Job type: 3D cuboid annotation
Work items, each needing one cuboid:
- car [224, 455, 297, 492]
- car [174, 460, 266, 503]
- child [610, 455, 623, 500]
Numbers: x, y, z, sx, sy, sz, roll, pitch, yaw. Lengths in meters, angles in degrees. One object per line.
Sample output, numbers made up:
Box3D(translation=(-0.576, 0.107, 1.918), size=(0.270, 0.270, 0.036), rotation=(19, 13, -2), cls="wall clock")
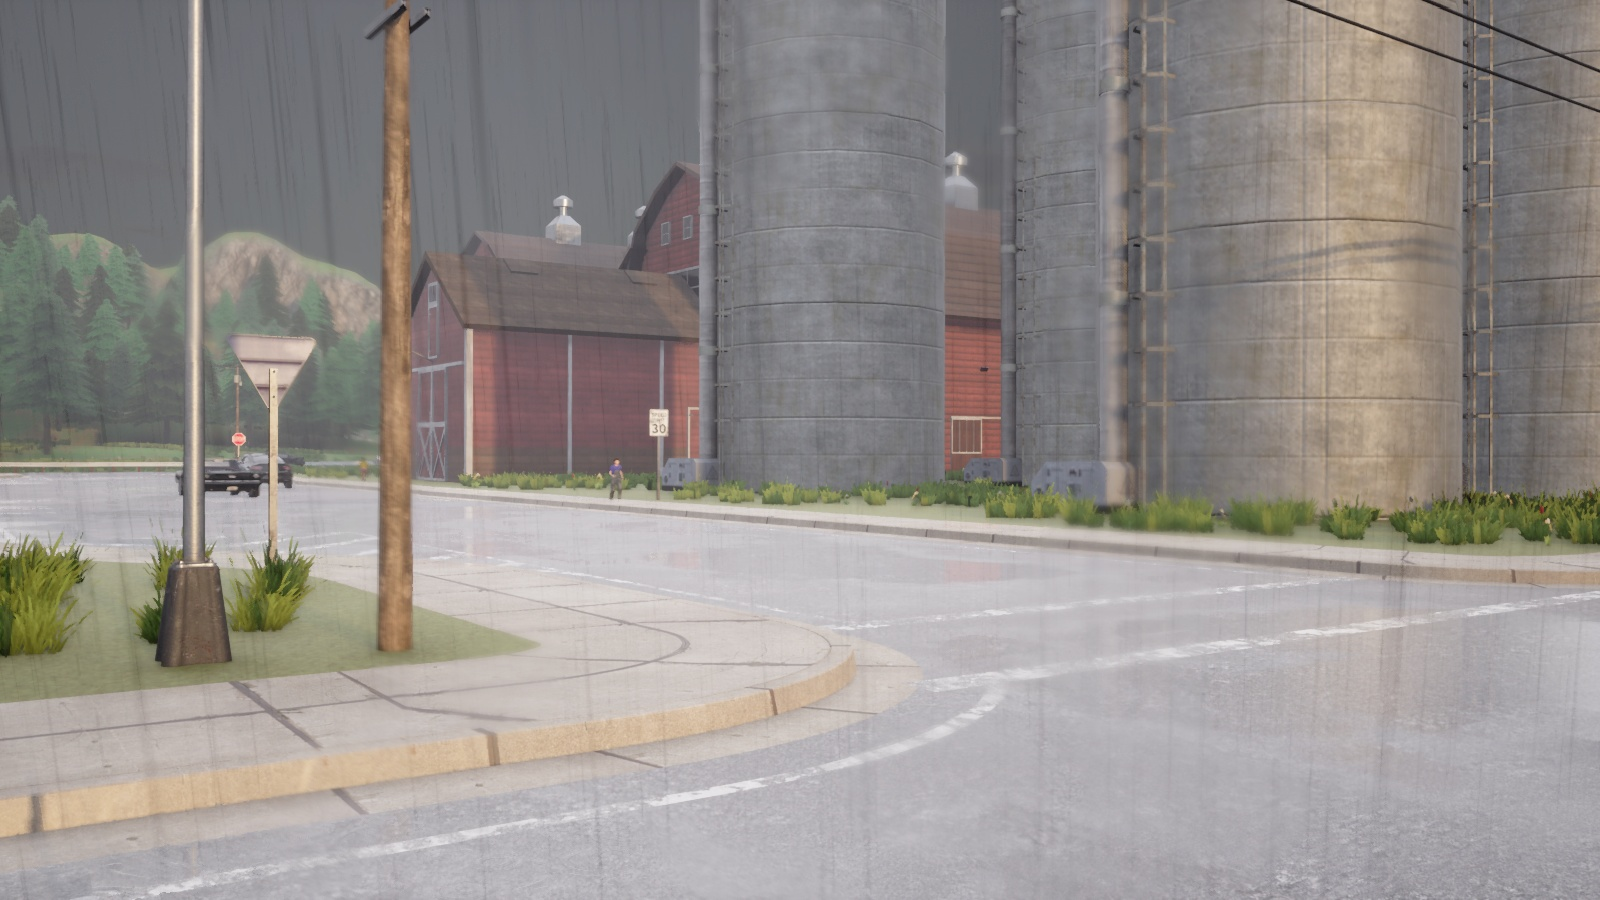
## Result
Box3D(translation=(-22.303, 0.945, 51.796), size=(1.812, 1.442, 4.674), rotation=(0, 0, -36), cls="car")
Box3D(translation=(-19.190, 0.987, 41.443), size=(1.895, 1.301, 4.718), rotation=(0, 0, -36), cls="car")
Box3D(translation=(-5.190, 0.778, 35.514), size=(0.270, 1.263, 0.437), rotation=(0, 0, -25), cls="child")
